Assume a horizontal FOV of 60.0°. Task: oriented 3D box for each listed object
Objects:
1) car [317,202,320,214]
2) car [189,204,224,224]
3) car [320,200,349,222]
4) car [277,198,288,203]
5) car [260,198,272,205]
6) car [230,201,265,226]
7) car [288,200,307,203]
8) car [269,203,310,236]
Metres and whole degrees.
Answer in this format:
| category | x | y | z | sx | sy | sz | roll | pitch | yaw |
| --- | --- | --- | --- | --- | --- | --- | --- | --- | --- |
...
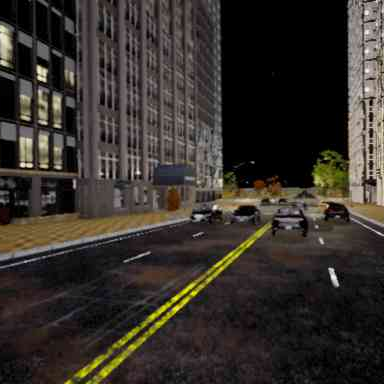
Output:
| category | x | y | z | sx | sy | sz | roll | pitch | yaw |
| --- | --- | --- | --- | --- | --- | --- | --- | --- | --- |
| car | 15.788 | 1.706 | 39.046 | 1.882 | 1.535 | 5.008 | -1 | 0 | 19 |
| car | 1.252 | 1.709 | 26.965 | 2.128 | 1.511 | 4.902 | 0 | -1 | 19 |
| car | 12.093 | 1.669 | 28.099 | 1.837 | 1.490 | 4.892 | 0 | 0 | 19 |
| car | 17.789 | 1.901 | 65.100 | 1.837 | 1.490 | 4.892 | 0 | 0 | 19 |
| car | 14.711 | 1.926 | 66.138 | 1.837 | 1.490 | 4.892 | 0 | 0 | 19 |
| car | 4.250 | 1.716 | 25.705 | 1.812 | 1.442 | 4.674 | 0 | -1 | 19 |
| car | 14.912 | 1.782 | 46.274 | 2.128 | 1.511 | 4.902 | 0 | 0 | 19 |
| car | 5.725 | 1.621 | 19.338 | 2.128 | 1.511 | 4.902 | 0 | 0 | 19 |
